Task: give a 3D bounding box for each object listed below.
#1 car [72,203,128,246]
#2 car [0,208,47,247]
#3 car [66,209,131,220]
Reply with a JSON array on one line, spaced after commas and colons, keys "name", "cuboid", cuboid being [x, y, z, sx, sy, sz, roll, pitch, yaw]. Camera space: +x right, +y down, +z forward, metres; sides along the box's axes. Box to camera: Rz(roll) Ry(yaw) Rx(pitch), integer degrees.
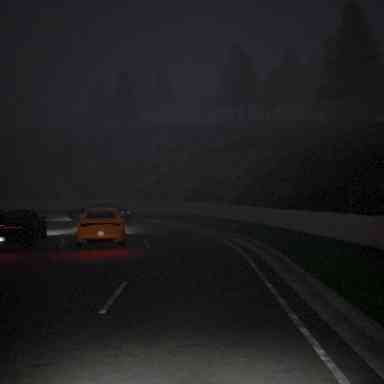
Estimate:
[{"name": "car", "cuboid": [-4.161, 1.458, 15.297, 1.882, 1.535, 5.008, 1, 0, -14]}, {"name": "car", "cuboid": [-7.658, 1.485, 14.576, 1.837, 1.490, 4.892, 1, 0, -16]}, {"name": "car", "cuboid": [-7.017, 1.515, 24.820, 5.357, 1.411, 2.033, 0, 0, 34]}]
